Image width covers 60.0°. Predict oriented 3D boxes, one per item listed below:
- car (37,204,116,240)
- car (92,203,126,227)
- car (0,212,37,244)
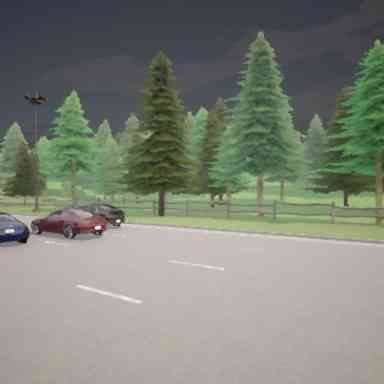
[{"bbox_3d":[-6.327,1.521,17.082,4.674,1.442,1.812,0,0,35],"label":"car"},{"bbox_3d":[-6.414,1.500,21.453,4.892,1.490,1.837,0,0,35],"label":"car"},{"bbox_3d":[-9.064,1.559,14.744,4.181,1.385,1.994,0,0,36],"label":"car"}]
